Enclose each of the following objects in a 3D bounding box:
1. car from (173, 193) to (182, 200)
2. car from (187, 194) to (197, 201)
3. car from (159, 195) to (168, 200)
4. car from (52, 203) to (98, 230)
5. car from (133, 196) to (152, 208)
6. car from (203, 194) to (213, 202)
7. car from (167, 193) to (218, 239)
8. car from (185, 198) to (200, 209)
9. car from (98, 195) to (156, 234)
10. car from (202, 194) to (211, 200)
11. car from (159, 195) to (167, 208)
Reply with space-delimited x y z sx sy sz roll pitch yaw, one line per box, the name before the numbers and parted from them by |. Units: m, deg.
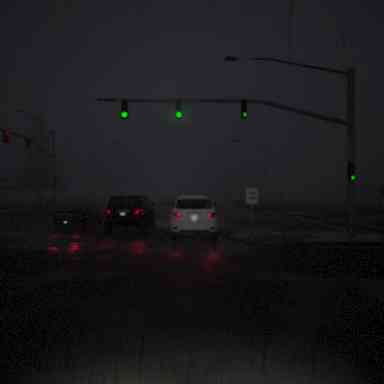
car | -3.498 1.120 81.662 2.097 1.767 4.553 0 0 0
car | 0.002 1.297 79.192 2.128 1.511 4.902 0 0 0
car | -6.998 1.356 82.972 1.895 1.301 4.718 0 0 0
car | -6.899 1.432 20.573 2.128 1.511 4.902 0 0 0
car | -6.899 1.342 47.031 1.882 1.535 5.008 0 0 0
car | 3.502 1.280 72.525 1.837 1.490 4.892 0 0 0
car | 0.100 1.172 17.093 2.150 2.045 5.566 0 0 0
car | 0.100 1.474 43.952 1.895 1.301 4.718 0 0 0
car | -3.399 1.166 18.998 2.150 2.045 5.566 0 0 0
car | 3.502 1.210 82.945 2.033 1.411 5.357 0 0 0
car | -3.399 1.431 46.010 1.994 1.385 4.181 0 0 0
